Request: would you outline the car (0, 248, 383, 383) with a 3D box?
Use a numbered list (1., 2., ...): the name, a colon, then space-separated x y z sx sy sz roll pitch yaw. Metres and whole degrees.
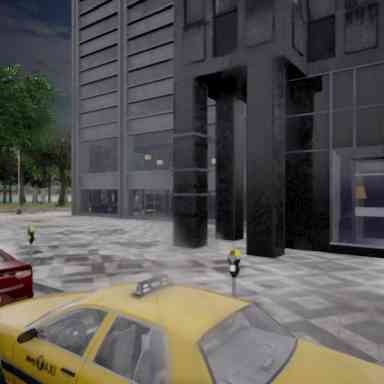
1. car: -0.591 1.525 3.385 4.829 1.417 1.752 0 0 36
